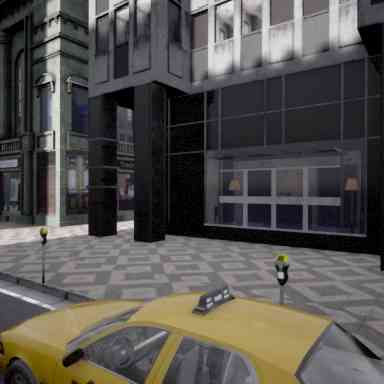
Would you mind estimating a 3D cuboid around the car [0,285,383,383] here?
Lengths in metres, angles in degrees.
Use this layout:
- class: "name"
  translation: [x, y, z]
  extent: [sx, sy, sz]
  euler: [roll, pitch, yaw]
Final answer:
- class: "car"
  translation: [-0.021, 1.525, 2.979]
  extent: [4.829, 1.417, 1.752]
  euler: [0, 0, 36]
